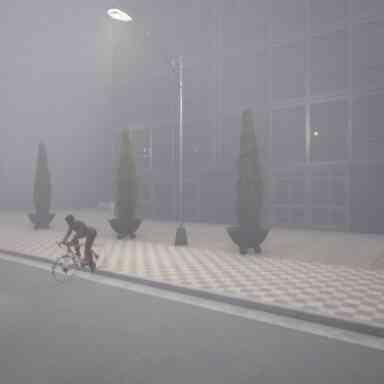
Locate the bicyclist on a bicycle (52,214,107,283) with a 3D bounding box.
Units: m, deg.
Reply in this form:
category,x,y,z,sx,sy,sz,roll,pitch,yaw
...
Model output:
category,x,y,z,sx,sy,sz,roll,pitch,yaw
bicyclist on a bicycle,-2.878,1.357,8.486,0.582,1.620,1.656,0,9,36
